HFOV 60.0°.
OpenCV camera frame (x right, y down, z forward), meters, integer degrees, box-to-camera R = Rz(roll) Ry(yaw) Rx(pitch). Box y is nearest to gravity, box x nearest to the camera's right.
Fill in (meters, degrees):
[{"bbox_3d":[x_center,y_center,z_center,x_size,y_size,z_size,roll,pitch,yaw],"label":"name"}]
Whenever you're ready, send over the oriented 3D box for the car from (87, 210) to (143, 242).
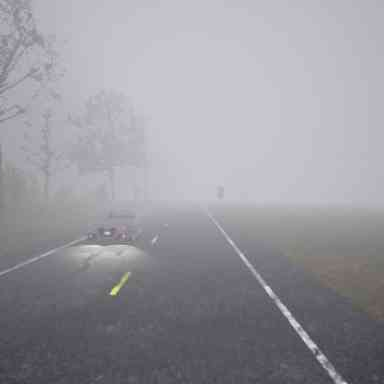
[{"bbox_3d":[-3.593,1.558,16.083,1.994,1.385,4.181,0,0,0],"label":"car"}]
